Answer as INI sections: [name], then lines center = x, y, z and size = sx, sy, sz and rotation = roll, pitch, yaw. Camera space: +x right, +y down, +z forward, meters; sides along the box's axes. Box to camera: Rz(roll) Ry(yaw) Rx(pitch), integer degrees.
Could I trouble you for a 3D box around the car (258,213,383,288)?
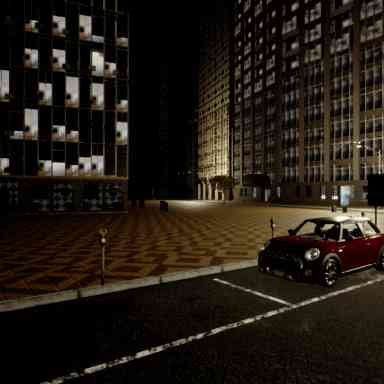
[car]
center = 3.710, 1.439, 9.208
size = 4.097, 1.590, 1.967
rotation = 0, 0, -36
